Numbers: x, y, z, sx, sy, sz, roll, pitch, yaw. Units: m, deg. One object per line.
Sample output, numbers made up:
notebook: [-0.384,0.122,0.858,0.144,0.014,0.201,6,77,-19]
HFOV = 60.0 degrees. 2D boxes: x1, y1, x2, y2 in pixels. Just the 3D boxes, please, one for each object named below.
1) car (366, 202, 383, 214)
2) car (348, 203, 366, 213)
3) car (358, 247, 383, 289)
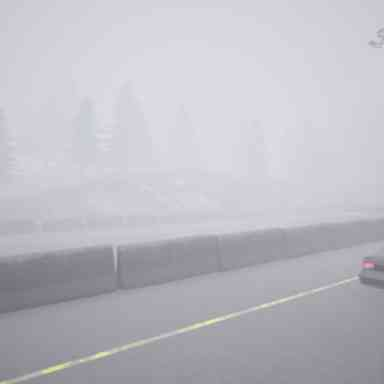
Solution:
car: [26.843,2.195,46.498,5.008,1.535,1.882,-1,-1,-37]
car: [24.948,2.395,49.442,4.181,1.385,1.994,-1,-1,-37]
car: [6.422,1.747,8.699,5.357,1.411,2.033,0,-2,-37]
